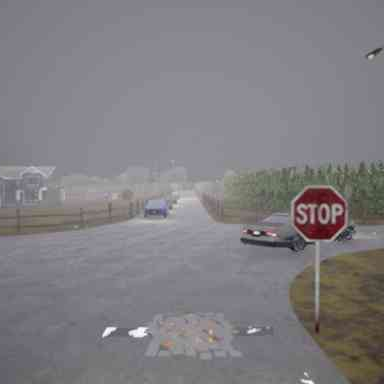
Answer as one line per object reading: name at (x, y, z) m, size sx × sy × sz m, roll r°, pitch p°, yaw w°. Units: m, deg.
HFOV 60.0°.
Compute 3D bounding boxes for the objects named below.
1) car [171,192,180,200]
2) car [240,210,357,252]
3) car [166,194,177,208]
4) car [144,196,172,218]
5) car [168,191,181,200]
car at (-3.255, 1.121, 49.721) m, size 1.994 × 1.385 × 4.181 m, roll 0°, pitch 1°, yaw 0°
car at (4.365, 1.417, 13.256) m, size 5.357 × 1.411 × 2.033 m, roll -2°, pitch 0°, yaw -35°
car at (-3.176, 1.312, 39.598) m, size 2.033 × 1.411 × 5.357 m, roll 0°, pitch 1°, yaw 0°
car at (-3.096, 1.372, 29.708) m, size 1.882 × 1.535 × 5.008 m, roll 0°, pitch 0°, yaw 0°
car at (-3.332, 0.701, 64.221) m, size 2.128 × 1.511 × 4.902 m, roll 0°, pitch 1°, yaw 0°
